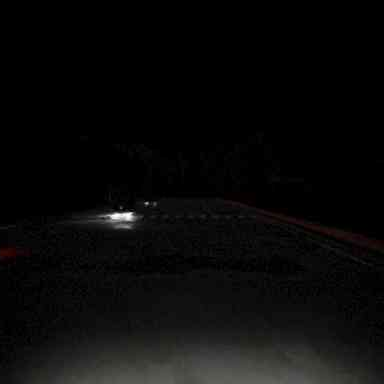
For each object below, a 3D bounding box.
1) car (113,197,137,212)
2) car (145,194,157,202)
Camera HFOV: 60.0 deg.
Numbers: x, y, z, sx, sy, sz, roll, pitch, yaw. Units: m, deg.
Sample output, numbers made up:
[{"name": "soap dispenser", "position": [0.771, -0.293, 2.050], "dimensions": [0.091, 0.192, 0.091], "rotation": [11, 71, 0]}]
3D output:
[{"name": "car", "position": [-7.028, 1.288, 35.211], "dimensions": [2.128, 1.511, 4.902], "rotation": [0, 0, -1]}, {"name": "car", "position": [-7.533, 1.136, 61.948], "dimensions": [1.837, 1.490, 4.892], "rotation": [0, 0, -1]}]
